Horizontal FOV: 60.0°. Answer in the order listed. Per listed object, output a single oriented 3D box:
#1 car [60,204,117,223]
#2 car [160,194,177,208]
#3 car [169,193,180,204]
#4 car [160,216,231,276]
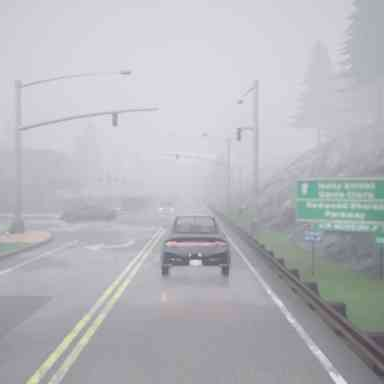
[{"bbox_3d":[-8.065,1.640,25.979,4.181,1.385,1.994,-1,0,6],"label":"car"},{"bbox_3d":[-3.548,1.414,48.059,1.882,1.535,5.008,0,0,0],"label":"car"},{"bbox_3d":[-3.475,1.136,63.802,2.150,2.045,5.566,0,0,1],"label":"car"},{"bbox_3d":[0.093,1.476,10.349,2.128,1.511,4.902,0,0,0],"label":"car"}]
